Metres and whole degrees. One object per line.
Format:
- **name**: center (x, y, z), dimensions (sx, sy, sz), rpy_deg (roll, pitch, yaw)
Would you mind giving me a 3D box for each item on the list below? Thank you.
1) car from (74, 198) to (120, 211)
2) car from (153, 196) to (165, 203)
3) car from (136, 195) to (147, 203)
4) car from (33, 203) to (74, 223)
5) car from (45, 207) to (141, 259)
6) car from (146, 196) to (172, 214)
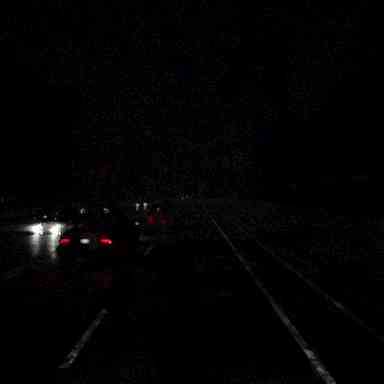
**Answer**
- **car**: center (-6.605, 1.257, 24.364), dimensions (2.097, 1.767, 4.553), rpy_deg (0, 0, 0)
- **car**: center (-6.528, 1.506, 65.858), dimensions (1.994, 1.385, 4.181), rpy_deg (0, 0, 0)
- **car**: center (-9.778, 1.446, 65.856), dimensions (1.837, 1.490, 4.892), rpy_deg (0, 0, 0)
- **car**: center (-9.856, 1.469, 24.296), dimensions (1.994, 1.385, 4.181), rpy_deg (0, 0, 0)
- **car**: center (-3.155, 1.490, 12.309), dimensions (2.033, 1.411, 5.357), rpy_deg (0, 0, 0)
- **car**: center (-3.159, 1.422, 33.682), dimensions (1.812, 1.442, 4.674), rpy_deg (0, 0, 0)
